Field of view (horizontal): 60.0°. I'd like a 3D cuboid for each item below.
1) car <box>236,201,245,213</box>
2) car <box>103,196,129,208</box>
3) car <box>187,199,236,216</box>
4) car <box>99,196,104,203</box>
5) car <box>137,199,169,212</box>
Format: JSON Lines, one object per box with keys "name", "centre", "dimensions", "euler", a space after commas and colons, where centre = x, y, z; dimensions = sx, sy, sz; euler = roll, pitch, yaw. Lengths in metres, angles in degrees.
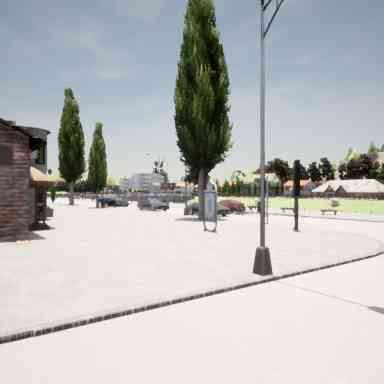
{"name": "car", "centre": [3.664, 1.525, 35.549], "dimensions": [1.812, 1.442, 4.674], "euler": [0, 0, -36]}
{"name": "car", "centre": [-10.846, 1.562, 48.615], "dimensions": [1.994, 1.385, 4.181], "euler": [0, 0, -35]}
{"name": "car", "centre": [1.360, 1.547, 31.560], "dimensions": [2.033, 1.411, 5.357], "euler": [0, 0, -36]}
{"name": "car", "centre": [-16.851, 1.478, 64.110], "dimensions": [1.882, 1.535, 5.008], "euler": [0, 0, -36]}
{"name": "car", "centre": [-4.796, 1.547, 40.133], "dimensions": [2.033, 1.411, 5.357], "euler": [0, 0, -36]}
